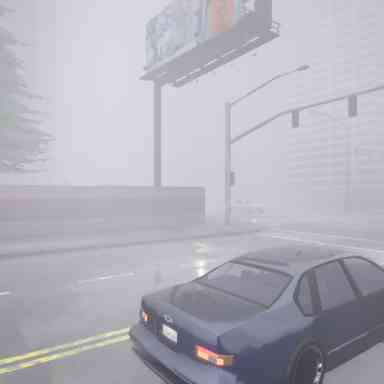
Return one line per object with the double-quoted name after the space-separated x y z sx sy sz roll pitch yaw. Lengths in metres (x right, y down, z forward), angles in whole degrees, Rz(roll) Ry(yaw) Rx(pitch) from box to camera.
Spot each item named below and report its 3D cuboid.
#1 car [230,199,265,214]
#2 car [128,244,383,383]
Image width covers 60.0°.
5.719 1.526 35.862 1.812 1.442 4.674 0 0 -35 "car"
1.779 1.547 5.033 5.357 1.411 2.033 0 0 -37 "car"
